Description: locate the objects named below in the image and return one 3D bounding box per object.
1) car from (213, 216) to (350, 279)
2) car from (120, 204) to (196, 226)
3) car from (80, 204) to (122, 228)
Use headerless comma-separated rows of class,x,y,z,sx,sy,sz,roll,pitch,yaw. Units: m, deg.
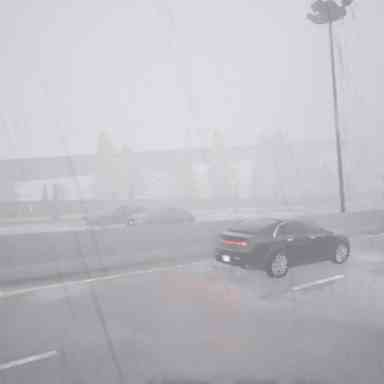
car,2.863,1.494,10.089,4.892,1.490,1.837,0,0,-36
car,-1.795,1.552,19.892,4.181,1.385,1.994,0,0,-35
car,-4.582,1.537,22.176,5.357,1.411,2.033,0,0,-35
